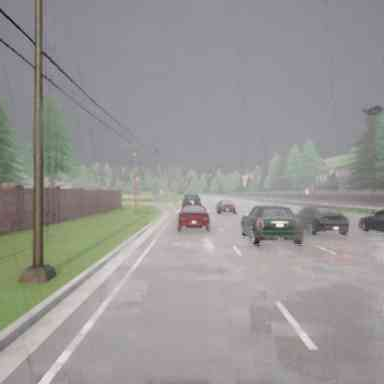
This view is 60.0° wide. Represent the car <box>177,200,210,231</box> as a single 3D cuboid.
[{"bbox_3d":[0.105,1.520,20.883,1.882,1.535,5.008,0,0,0],"label":"car"}]

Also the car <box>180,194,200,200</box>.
[{"bbox_3d":[-0.143,1.299,39.588,2.150,2.045,5.566,0,0,-4],"label":"car"}]

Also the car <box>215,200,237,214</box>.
[{"bbox_3d":[3.595,1.597,35.890,1.812,1.442,4.674,0,0,0],"label":"car"}]

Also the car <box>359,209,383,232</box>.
[{"bbox_3d":[10.591,1.561,17.333,1.812,1.442,4.674,0,0,0],"label":"car"}]

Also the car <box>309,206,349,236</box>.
[{"bbox_3d":[7.106,1.543,18.824,1.837,1.490,4.892,0,0,0],"label":"car"}]

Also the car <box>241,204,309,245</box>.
[{"bbox_3d":[3.604,1.384,15.762,2.097,1.767,4.553,0,0,0],"label":"car"}]
